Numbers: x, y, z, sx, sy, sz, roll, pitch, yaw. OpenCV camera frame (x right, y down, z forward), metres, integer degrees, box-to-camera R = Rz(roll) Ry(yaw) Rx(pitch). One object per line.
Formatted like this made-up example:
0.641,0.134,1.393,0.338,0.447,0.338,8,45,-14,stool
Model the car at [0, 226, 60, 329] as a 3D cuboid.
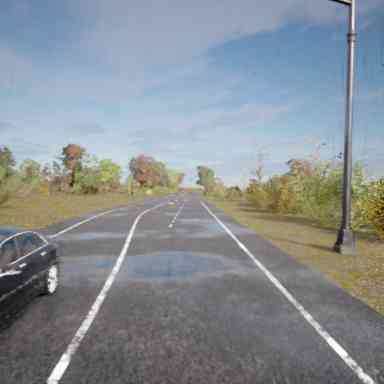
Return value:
-3.673,1.395,5.478,1.837,1.490,4.892,2,0,-5,car
